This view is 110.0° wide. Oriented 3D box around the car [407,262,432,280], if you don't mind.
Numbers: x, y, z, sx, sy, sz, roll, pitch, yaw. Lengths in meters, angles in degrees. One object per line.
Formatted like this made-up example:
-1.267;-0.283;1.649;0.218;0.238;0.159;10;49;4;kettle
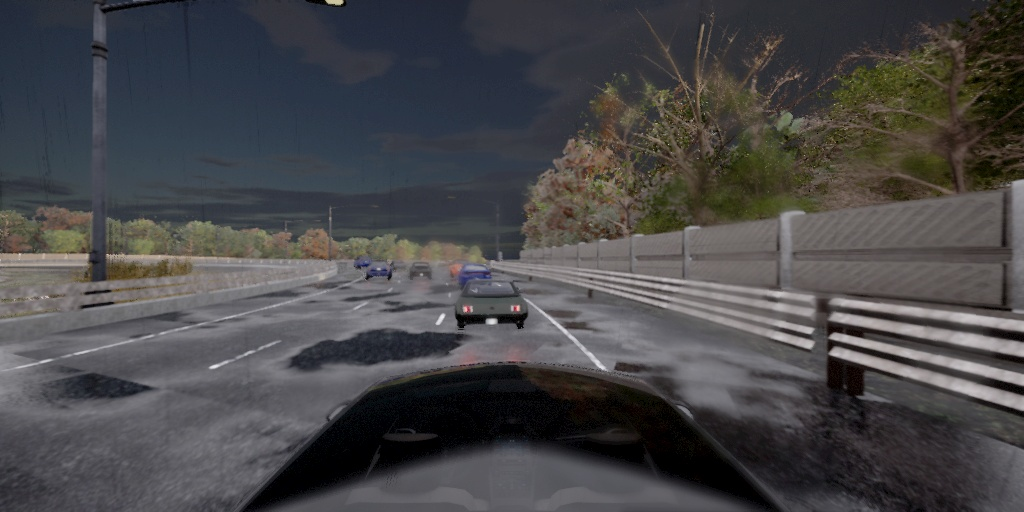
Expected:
-8.415;1.329;32.780;1.837;1.490;4.892;0;0;-17;car

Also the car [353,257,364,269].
-24.610;1.116;59.190;2.150;2.045;5.566;0;0;-33;car

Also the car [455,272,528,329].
-0.711;1.373;11.294;1.895;1.301;4.718;0;0;-5;car

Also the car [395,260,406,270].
-17.162;1.366;53.478;2.128;1.511;4.902;0;0;-28;car

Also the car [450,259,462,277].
-5.241;1.182;36.625;2.097;1.767;4.553;0;0;-11;car

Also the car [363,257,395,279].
-12.265;1.180;33.333;2.097;1.767;4.553;0;0;-17;car

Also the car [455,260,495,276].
-2.589;1.279;24.100;1.882;1.535;5.008;0;0;-12;car
